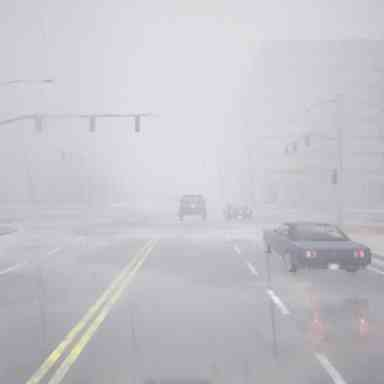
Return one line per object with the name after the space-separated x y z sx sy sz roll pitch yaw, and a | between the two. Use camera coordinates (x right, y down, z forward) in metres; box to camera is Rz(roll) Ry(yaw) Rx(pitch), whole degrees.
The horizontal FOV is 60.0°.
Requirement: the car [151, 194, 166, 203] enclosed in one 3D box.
-7.010 1.256 66.540 2.097 1.767 4.553 0 0 0 | car

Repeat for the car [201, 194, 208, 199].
3.494 1.362 94.223 1.895 1.301 4.718 0 0 0 | car

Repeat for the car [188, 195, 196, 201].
-0.005 1.412 84.230 2.033 1.411 5.357 0 0 0 | car

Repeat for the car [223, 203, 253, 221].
3.581 1.561 26.944 1.895 1.301 4.718 0 0 0 | car

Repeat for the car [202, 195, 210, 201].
3.495 1.468 85.098 1.895 1.301 4.718 0 0 0 | car

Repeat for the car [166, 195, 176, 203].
-3.507 1.501 66.459 1.895 1.301 4.718 0 0 0 | car

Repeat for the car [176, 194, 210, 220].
0.083 1.179 27.619 2.150 2.045 5.566 0 0 0 | car

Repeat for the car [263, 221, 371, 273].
3.574 1.585 10.568 1.895 1.301 4.718 0 0 0 | car

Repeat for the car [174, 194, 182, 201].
-3.505 1.353 82.564 1.882 1.535 5.008 0 0 0 | car
